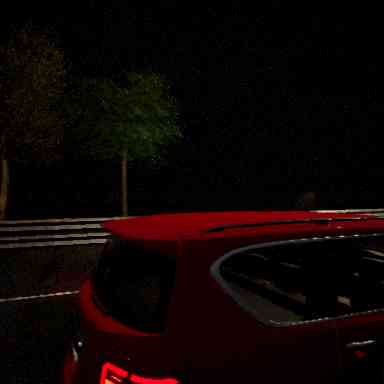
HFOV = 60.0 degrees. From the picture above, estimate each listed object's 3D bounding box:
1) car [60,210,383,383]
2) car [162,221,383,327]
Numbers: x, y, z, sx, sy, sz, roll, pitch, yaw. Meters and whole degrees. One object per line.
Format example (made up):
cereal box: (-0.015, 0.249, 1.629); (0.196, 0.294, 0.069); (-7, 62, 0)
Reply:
car: (1.606, 1.220, 3.490); (5.566, 2.045, 2.150); (0, 0, -24)
car: (2.191, 1.546, 7.562); (5.357, 1.411, 2.033); (0, 0, -24)
